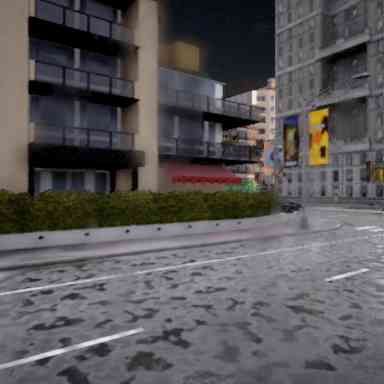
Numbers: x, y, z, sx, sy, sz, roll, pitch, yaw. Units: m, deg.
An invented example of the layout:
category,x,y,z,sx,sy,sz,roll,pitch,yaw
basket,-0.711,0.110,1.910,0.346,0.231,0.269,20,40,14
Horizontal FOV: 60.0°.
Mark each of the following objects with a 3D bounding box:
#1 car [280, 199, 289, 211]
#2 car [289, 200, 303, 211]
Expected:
category,x,y,z,sx,sy,sz,roll,pitch,yaw
car,8.339,1.482,38.602,2.128,1.511,4.902,0,0,-35
car,11.022,1.536,40.867,2.033,1.411,5.357,0,0,-35
